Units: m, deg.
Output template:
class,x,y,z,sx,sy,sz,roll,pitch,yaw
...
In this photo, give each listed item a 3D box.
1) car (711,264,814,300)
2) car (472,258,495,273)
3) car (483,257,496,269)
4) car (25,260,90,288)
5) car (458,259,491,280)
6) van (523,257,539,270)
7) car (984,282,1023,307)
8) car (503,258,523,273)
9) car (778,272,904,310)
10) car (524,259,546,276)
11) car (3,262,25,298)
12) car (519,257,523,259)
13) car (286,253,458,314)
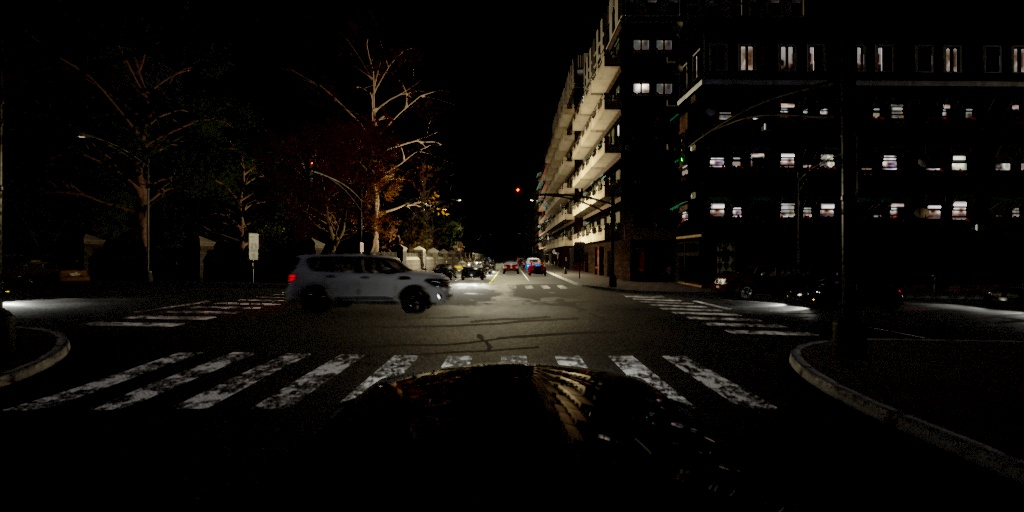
class,x,y,z,sx,sy,sz,roll,pitch,yaw
car,13.369,1.351,18.961,5.009,1.841,2.192,0,0,-1
car,-3.286,1.274,41.337,1.837,1.490,4.892,0,0,0
car,-3.330,1.273,51.748,2.128,1.511,4.902,0,0,0
car,-24.822,0.881,18.410,4.829,1.417,1.751,0,0,-1
car,-3.234,1.252,31.038,2.128,1.511,4.902,0,0,0
van,2.495,1.111,42.510,1.690,1.789,3.998,0,0,0
car,24.948,1.762,16.545,4.674,1.442,1.812,1,0,-1
car,-0.103,1.318,43.109,2.033,1.411,5.357,0,0,0
car,15.112,1.622,16.398,4.181,1.385,1.994,1,0,-1
car,2.522,1.310,36.880,1.888,1.381,4.507,0,0,0
car,-20.802,0.964,12.679,4.181,1.385,1.994,1,0,-1
car,2.439,1.224,53.770,1.967,1.591,4.097,0,0,0
car,-5.002,0.946,12.940,5.566,2.045,2.150,0,-2,-1
